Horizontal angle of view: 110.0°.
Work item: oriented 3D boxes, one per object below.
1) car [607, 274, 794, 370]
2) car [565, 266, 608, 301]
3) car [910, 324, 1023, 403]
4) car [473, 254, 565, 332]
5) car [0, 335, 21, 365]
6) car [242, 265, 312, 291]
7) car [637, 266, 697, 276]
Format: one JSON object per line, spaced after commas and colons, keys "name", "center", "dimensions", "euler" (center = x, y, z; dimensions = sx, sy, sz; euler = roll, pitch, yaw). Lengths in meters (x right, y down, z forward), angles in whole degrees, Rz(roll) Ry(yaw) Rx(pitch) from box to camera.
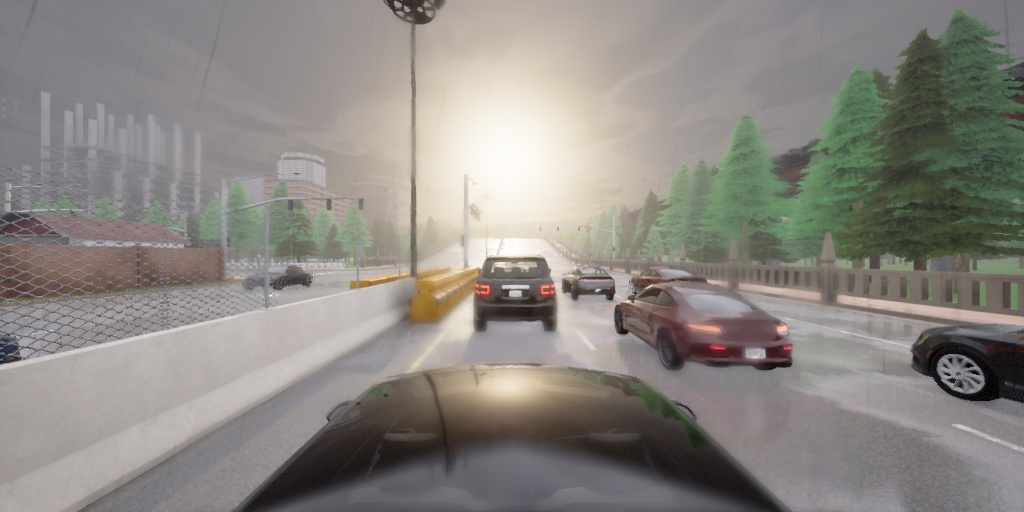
{"name": "car", "center": [3.597, 1.275, 7.595], "dimensions": [1.812, 1.442, 4.674], "euler": [0, 0, 0]}
{"name": "car", "center": [3.585, 1.241, 17.416], "dimensions": [2.128, 1.511, 4.902], "euler": [0, 0, 0]}
{"name": "car", "center": [7.099, 1.254, 3.489], "dimensions": [1.837, 1.490, 4.892], "euler": [0, 0, 0]}
{"name": "car", "center": [0.088, 0.971, 11.038], "dimensions": [2.150, 2.045, 5.566], "euler": [0, 0, 0]}
{"name": "car", "center": [-7.101, 1.298, 2.161], "dimensions": [2.033, 1.411, 5.357], "euler": [0, 0, 0]}
{"name": "car", "center": [-14.055, 1.274, 21.819], "dimensions": [1.812, 1.442, 4.674], "euler": [0, 0, 0]}
{"name": "car", "center": [7.084, 1.226, 16.754], "dimensions": [1.882, 1.535, 5.008], "euler": [0, 0, 0]}
